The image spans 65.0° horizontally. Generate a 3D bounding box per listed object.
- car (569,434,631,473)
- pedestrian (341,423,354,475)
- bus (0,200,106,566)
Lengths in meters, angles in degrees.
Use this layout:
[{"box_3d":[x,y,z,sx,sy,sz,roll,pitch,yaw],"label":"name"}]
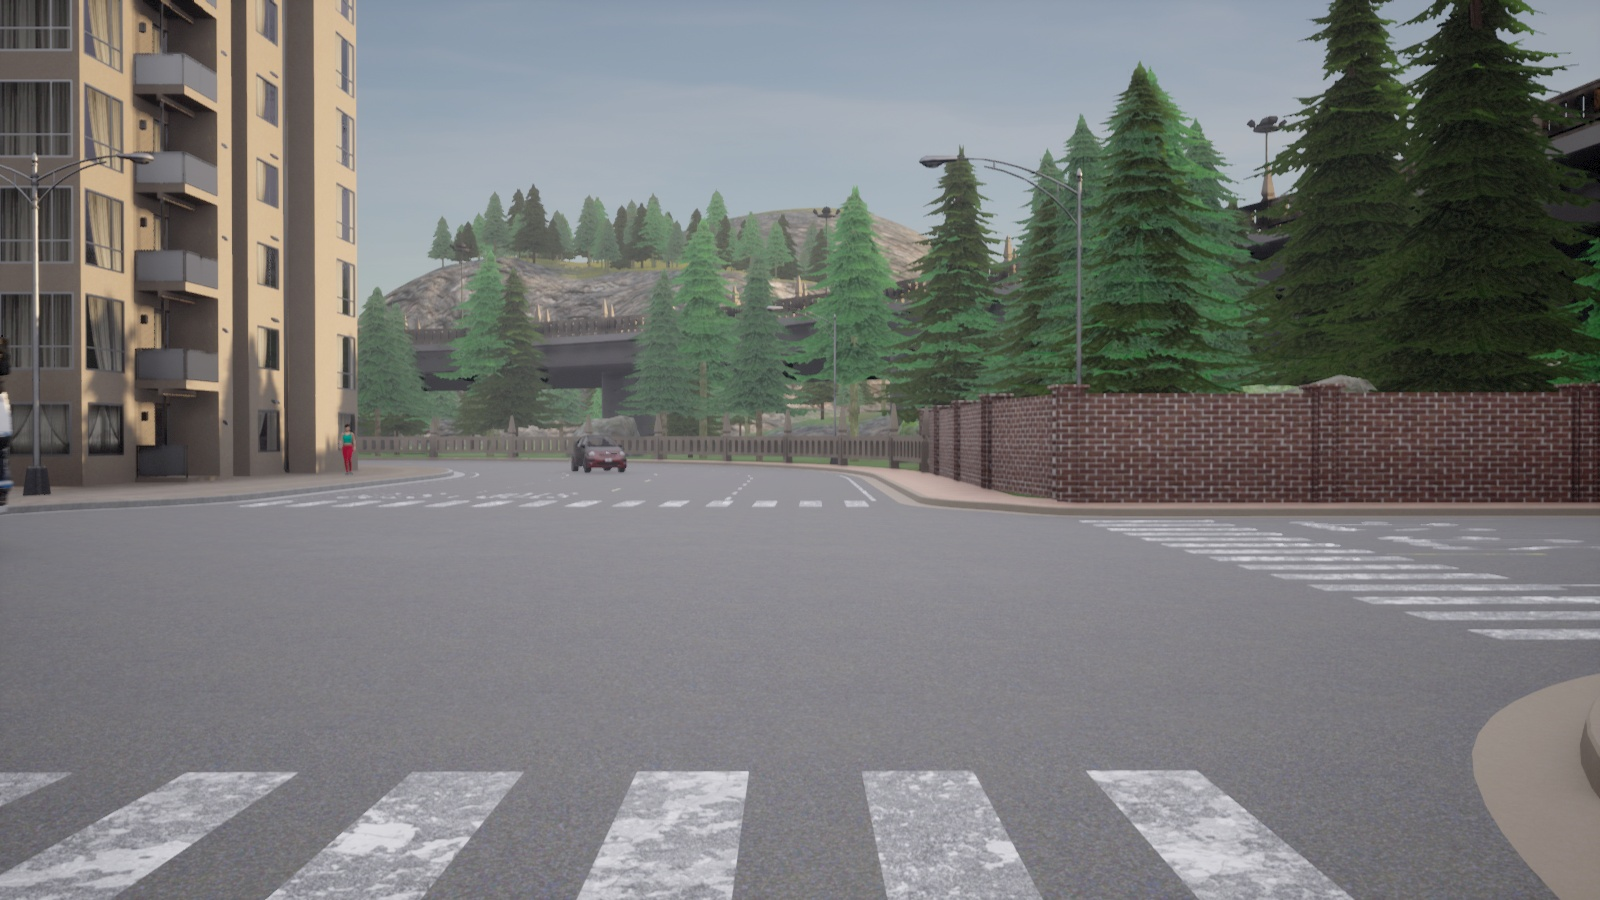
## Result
[{"box_3d":[-8.684,0.120,54.253,1.851,1.617,3.988,0,1,-21],"label":"car"},{"box_3d":[-16.132,-0.039,44.776,0.345,1.836,0.594,0,1,-11],"label":"pedestrian"},{"box_3d":[-14.437,-0.748,14.822,10.273,4.253,3.944,0,1,0],"label":"bus"}]
